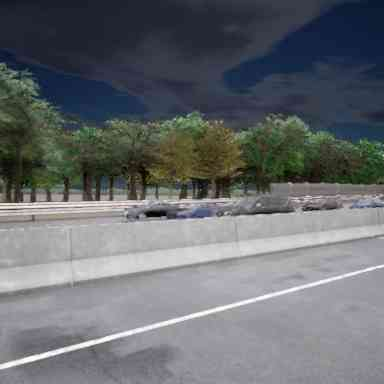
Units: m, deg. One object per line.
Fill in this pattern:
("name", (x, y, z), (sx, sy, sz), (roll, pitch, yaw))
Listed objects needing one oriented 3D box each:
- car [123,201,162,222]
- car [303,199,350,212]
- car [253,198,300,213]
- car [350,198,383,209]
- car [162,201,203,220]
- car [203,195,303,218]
("car", (-3.110, 1.473, 26.592), (4.902, 1.511, 2.128), (0, 0, -38))
("car", (13.929, 1.399, 35.141), (5.357, 1.411, 2.033), (-1, 0, -35))
("car", (9.197, 1.432, 36.012), (5.357, 1.411, 2.033), (-1, 0, -36))
("car", (17.845, 1.353, 33.604), (4.674, 1.442, 1.812), (-1, 0, -35))
("car", (0.676, 1.519, 25.734), (5.357, 1.411, 2.033), (0, 0, -35))
("car", (3.656, 1.198, 19.395), (5.566, 2.045, 2.150), (0, 0, -35))
